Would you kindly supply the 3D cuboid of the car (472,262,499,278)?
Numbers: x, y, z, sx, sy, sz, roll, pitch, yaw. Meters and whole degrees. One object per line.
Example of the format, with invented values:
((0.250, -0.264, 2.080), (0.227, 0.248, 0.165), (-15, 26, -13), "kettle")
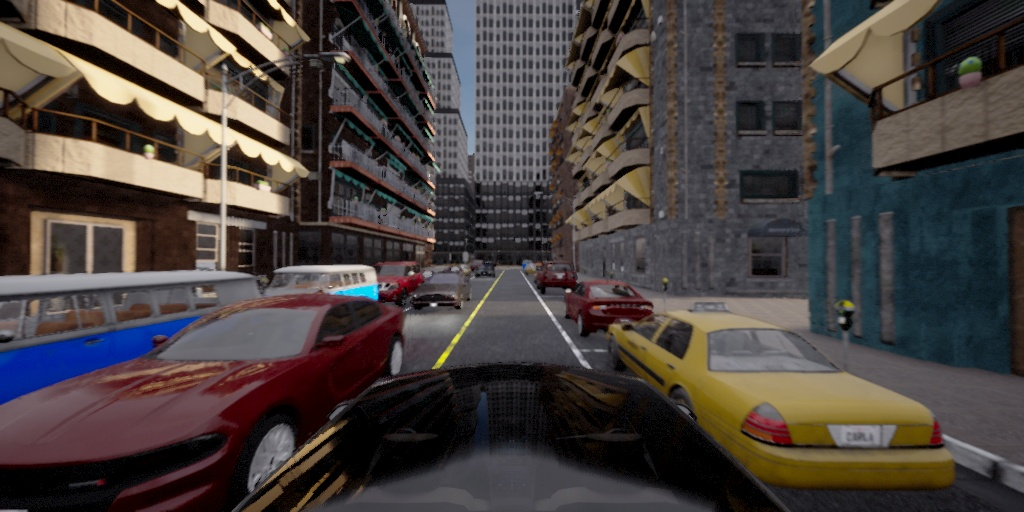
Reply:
((-2.771, 1.606, 38.235), (1.994, 1.385, 4.181), (0, -1, 1), "car")

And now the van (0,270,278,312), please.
((-5.315, 1.113, 4.775), (1.690, 1.789, 3.998), (0, 0, 0), "van")

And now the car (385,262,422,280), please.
((-5.311, 1.176, 16.055), (2.192, 1.841, 5.009), (0, 0, 0), "car")

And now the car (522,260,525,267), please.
((2.582, 1.665, 50.063), (1.751, 1.417, 4.829), (0, 0, 0), "car")

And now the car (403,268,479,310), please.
((-2.838, 1.406, 15.646), (2.033, 1.411, 5.357), (0, 0, 0), "car")

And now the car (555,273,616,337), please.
((2.567, 1.364, 10.413), (1.888, 1.381, 4.507), (0, 0, 0), "car")

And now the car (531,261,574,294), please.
((2.571, 1.223, 21.693), (2.192, 1.841, 5.009), (0, 0, 0), "car")

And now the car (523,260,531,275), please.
((2.580, 1.618, 44.423), (1.751, 1.417, 4.829), (0, 0, 0), "car")

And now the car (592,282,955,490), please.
((2.565, 1.300, 4.943), (1.751, 1.417, 4.829), (0, 0, 0), "car")

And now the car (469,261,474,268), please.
((-5.303, 1.569, 38.446), (1.751, 1.417, 4.829), (0, 0, 0), "car")

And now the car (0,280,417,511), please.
((-2.850, 1.249, 4.522), (1.882, 1.535, 5.008), (0, -1, 0), "car")

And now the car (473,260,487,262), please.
((-5.296, 1.500, 55.537), (2.192, 1.841, 5.009), (0, 0, 0), "car")

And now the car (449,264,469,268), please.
((-5.305, 1.579, 32.976), (1.802, 1.307, 4.207), (0, 0, 0), "car")

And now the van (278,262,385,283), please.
((-5.313, 1.158, 10.415), (1.690, 1.789, 3.998), (0, 0, 0), "van")
